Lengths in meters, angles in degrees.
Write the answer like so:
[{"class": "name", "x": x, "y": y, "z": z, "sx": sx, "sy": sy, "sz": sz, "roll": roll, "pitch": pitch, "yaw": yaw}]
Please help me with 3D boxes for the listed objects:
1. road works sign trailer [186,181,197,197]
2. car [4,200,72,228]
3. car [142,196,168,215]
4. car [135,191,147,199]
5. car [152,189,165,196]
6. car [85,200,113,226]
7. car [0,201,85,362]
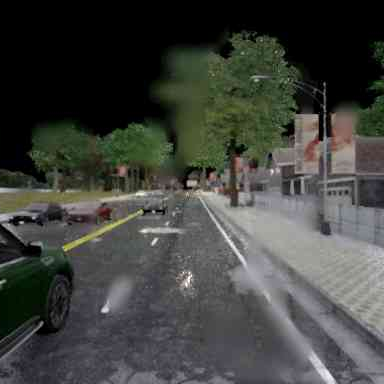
[{"class": "road works sign trailer", "x": 0.012, "y": -0.786, "z": 72.834, "sx": 2.380, "sy": 3.560, "sz": 2.880, "roll": 0, "pitch": 1, "yaw": 1}, {"class": "car", "x": -9.844, "y": 1.356, "z": 21.864, "sx": 2.033, "sy": 1.411, "sz": 5.357, "roll": 0, "pitch": 1, "yaw": 0}, {"class": "car", "x": -3.141, "y": 1.290, "z": 29.453, "sx": 1.895, "sy": 1.301, "sz": 4.718, "roll": 0, "pitch": 1, "yaw": 0}, {"class": "car", "x": -9.752, "y": 0.476, "z": 64.015, "sx": 1.812, "sy": 1.442, "sz": 4.674, "roll": 0, "pitch": 1, "yaw": 0}, {"class": "car", "x": -6.504, "y": 0.303, "z": 64.066, "sx": 2.097, "sy": 1.767, "sz": 4.553, "roll": 0, "pitch": 1, "yaw": 0}, {"class": "car", "x": -6.592, "y": 1.285, "z": 21.977, "sx": 1.882, "sy": 1.535, "sz": 5.008, "roll": 0, "pitch": 1, "yaw": 0}, {"class": "car", "x": -3.149, "y": 1.206, "z": 3.528, "sx": 2.150, "sy": 2.045, "sz": 5.566, "roll": 0, "pitch": 0, "yaw": 0}]
